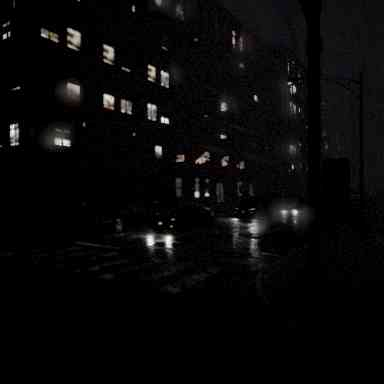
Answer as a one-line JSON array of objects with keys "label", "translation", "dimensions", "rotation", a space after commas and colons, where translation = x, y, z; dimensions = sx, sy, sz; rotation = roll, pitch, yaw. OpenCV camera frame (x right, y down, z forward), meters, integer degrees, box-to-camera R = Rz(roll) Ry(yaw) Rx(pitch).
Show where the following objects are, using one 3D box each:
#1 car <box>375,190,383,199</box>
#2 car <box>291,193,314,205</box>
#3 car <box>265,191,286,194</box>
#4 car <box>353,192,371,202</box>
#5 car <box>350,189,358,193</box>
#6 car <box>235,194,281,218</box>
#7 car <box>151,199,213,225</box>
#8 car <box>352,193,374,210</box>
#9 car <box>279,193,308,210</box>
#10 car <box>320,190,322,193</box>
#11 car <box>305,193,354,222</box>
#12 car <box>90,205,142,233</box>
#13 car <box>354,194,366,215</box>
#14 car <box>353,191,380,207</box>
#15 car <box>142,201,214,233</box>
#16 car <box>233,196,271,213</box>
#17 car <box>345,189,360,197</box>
[{"label": "car", "translation": [28.649, 0.532, 50.381], "dimensions": [2.192, 1.841, 5.009], "rotation": [1, 1, 35]}, {"label": "car", "translation": [15.332, 0.932, 45.921], "dimensions": [1.752, 1.417, 4.829], "rotation": [1, 1, 35]}, {"label": "car", "translation": [9.069, 0.870, 36.918], "dimensions": [2.192, 1.841, 5.009], "rotation": [1, 1, 35]}, {"label": "car", "translation": [26.814, 0.726, 52.303], "dimensions": [1.837, 1.490, 4.892], "rotation": [0, 1, 35]}, {"label": "car", "translation": [20.716, 0.587, 43.525], "dimensions": [2.150, 2.045, 5.566], "rotation": [0, 1, 35]}, {"label": "car", "translation": [5.175, 1.192, 26.809], "dimensions": [1.837, 1.490, 4.892], "rotation": [0, 1, 35]}, {"label": "car", "translation": [-0.570, 1.311, 23.073], "dimensions": [1.752, 1.417, 4.829], "rotation": [1, 1, 35]}, {"label": "car", "translation": [15.928, 1.068, 32.106], "dimensions": [2.008, 1.369, 4.403], "rotation": [1, 1, 35]}, {"label": "car", "translation": [11.256, 1.089, 35.533], "dimensions": [2.033, 1.411, 5.357], "rotation": [0, 1, 35]}, {"label": "car", "translation": [18.610, 0.644, 50.626], "dimensions": [2.192, 1.841, 5.009], "rotation": [1, 1, 35]}, {"label": "car", "translation": [9.567, 1.110, 22.966], "dimensions": [1.967, 1.590, 4.097], "rotation": [1, 1, 35]}, {"label": "car", "translation": [-3.653, 1.411, 18.643], "dimensions": [2.008, 1.369, 4.403], "rotation": [1, 1, 35]}, {"label": "car", "translation": [12.747, 1.144, 27.537], "dimensions": [2.008, 1.369, 4.403], "rotation": [1, 1, 35]}, {"label": "car", "translation": [19.205, 0.965, 36.815], "dimensions": [1.752, 1.417, 4.829], "rotation": [1, 1, 35]}, {"label": "car", "translation": [-0.501, 1.388, 18.658], "dimensions": [1.994, 1.385, 4.181], "rotation": [0, 1, 35]}, {"label": "car", "translation": [5.889, 1.176, 32.352], "dimensions": [1.887, 1.381, 4.507], "rotation": [1, 1, 35]}, {"label": "car", "translation": [37.693, 0.198, 78.043], "dimensions": [2.192, 1.841, 5.009], "rotation": [1, 1, 35]}]
